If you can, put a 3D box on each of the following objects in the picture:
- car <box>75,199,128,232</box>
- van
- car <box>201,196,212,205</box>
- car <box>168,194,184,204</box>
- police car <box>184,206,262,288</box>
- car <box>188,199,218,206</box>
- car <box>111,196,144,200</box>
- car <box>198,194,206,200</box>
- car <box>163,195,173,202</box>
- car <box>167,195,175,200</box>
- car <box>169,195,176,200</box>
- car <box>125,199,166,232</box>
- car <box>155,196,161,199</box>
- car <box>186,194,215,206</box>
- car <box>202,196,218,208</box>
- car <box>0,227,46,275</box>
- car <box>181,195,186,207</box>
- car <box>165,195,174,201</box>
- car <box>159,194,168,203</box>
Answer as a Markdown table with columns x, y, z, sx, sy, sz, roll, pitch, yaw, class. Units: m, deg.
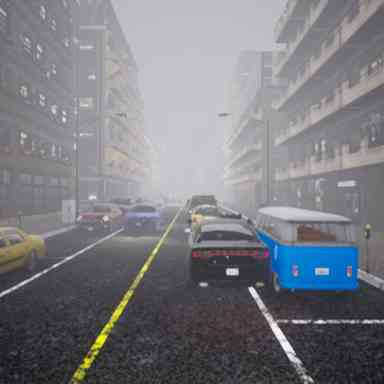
| x | y | z | sx | sy | sz | roll | pitch | yaw | class |
| --- | --- | --- | --- | --- | --- | --- | --- | --- | --- |
| -5.319 | 1.412 | 19.485 | 1.967 | 1.590 | 4.097 | 1 | 0 | 0 | car |
| 2.571 | 1.329 | 8.413 | 1.690 | 1.788 | 3.998 | 1 | 0 | 0 | van |
| 2.530 | 1.439 | 58.525 | 1.752 | 1.417 | 4.829 | 1 | 0 | 0 | car |
| -2.856 | 1.399 | 62.120 | 2.128 | 1.511 | 4.902 | 0 | 0 | 0 | car |
| 0.819 | 1.412 | 9.322 | 1.930 | 1.638 | 5.238 | 0 | 0 | 0 | police car |
| 0.811 | 1.428 | 19.403 | 1.801 | 1.575 | 5.366 | 0 | 0 | 0 | car |
| -5.322 | 1.279 | 25.034 | 2.192 | 1.841 | 5.009 | 1 | 0 | 0 | car |
| 2.509 | 1.309 | 86.101 | 1.967 | 1.590 | 4.097 | 1 | 0 | 0 | car |
| -5.364 | 1.437 | 74.976 | 2.008 | 1.369 | 4.403 | 1 | 0 | 0 | car |
| -5.373 | 1.450 | 86.073 | 1.802 | 1.307 | 4.206 | 1 | 0 | 0 | car |
| -5.377 | 1.441 | 91.623 | 1.802 | 1.307 | 4.206 | 1 | 0 | 0 | car |
| -2.866 | 1.449 | 20.260 | 1.882 | 1.535 | 5.008 | 0 | 0 | 0 | car |
| -5.338 | 1.522 | 41.682 | 1.802 | 1.307 | 4.206 | 1 | 0 | 0 | car |
| 0.806 | 1.189 | 25.244 | 2.150 | 2.045 | 5.566 | 0 | 0 | 0 | car |
| 2.540 | 1.371 | 47.257 | 1.967 | 1.590 | 4.097 | 1 | 0 | 0 | car |
| -5.311 | 1.514 | 8.218 | 1.752 | 1.417 | 4.829 | 1 | 0 | 0 | car |
| -0.021 | 1.481 | 45.788 | 2.033 | 1.411 | 5.357 | 0 | 0 | 0 | car |
| -5.368 | 1.443 | 80.525 | 1.947 | 1.339 | 4.313 | 1 | 0 | 0 | car |
| -5.346 | 1.448 | 52.610 | 1.752 | 1.417 | 4.829 | 1 | 0 | 0 | car |
